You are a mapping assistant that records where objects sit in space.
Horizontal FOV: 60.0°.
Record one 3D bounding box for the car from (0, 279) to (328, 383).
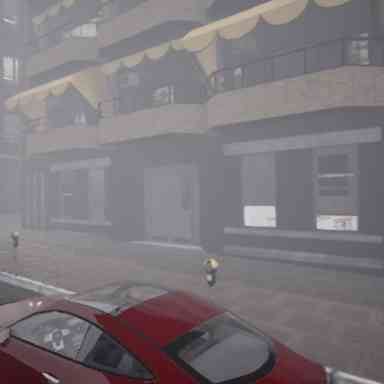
[{"bbox_3d":[-0.810,1.568,3.276,4.206,1.307,1.802,0,-1,35],"label":"car"}]
